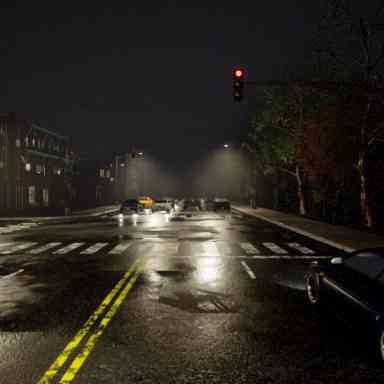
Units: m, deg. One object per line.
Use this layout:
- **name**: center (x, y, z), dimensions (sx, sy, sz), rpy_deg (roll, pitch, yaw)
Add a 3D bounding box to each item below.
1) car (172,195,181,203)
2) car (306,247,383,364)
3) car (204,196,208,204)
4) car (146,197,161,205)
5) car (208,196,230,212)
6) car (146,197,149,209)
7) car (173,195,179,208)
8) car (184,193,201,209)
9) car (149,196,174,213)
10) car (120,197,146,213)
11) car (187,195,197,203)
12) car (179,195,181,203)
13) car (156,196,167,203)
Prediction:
- **car**: center (-3.285, 1.439, 71.600), dimensions (1.882, 1.535, 5.008), rpy_deg (0, 0, 0)
- **car**: center (3.335, 1.563, 5.302), dimensions (1.994, 1.385, 4.181), rpy_deg (0, 0, 1)
- **car**: center (3.318, 1.525, 62.531), dimensions (2.033, 1.411, 5.357), rpy_deg (0, 0, 0)
- **car**: center (-6.595, 1.544, 57.259), dimensions (1.994, 1.385, 4.181), rpy_deg (0, 0, 1)
- **car**: center (3.332, 1.480, 38.748), dimensions (2.128, 1.511, 4.902), rpy_deg (0, 0, 0)
- **car**: center (-6.610, 1.463, 45.916), dimensions (1.882, 1.535, 5.008), rpy_deg (0, 0, 0)
- **car**: center (-3.361, 1.477, 46.253), dimensions (2.128, 1.511, 4.902), rpy_deg (0, 0, 0)
- **car**: center (0.079, 1.207, 45.631), dimensions (2.150, 2.045, 5.566), rpy_deg (0, 0, 0)
- **car**: center (-3.358, 1.515, 36.985), dimensions (1.812, 1.442, 4.674), rpy_deg (0, 0, 0)
- **car**: center (-6.637, 1.515, 36.831), dimensions (1.812, 1.442, 4.674), rpy_deg (0, 0, 1)
- **car**: center (-0.030, 1.486, 71.333), dimensions (2.128, 1.511, 4.902), rpy_deg (0, 0, 0)
- **car**: center (-3.345, 1.581, 56.899), dimensions (1.895, 1.301, 4.718), rpy_deg (0, 0, 0)
- **car**: center (-6.535, 1.555, 71.985), dimensions (1.895, 1.301, 4.718), rpy_deg (0, 0, 0)
